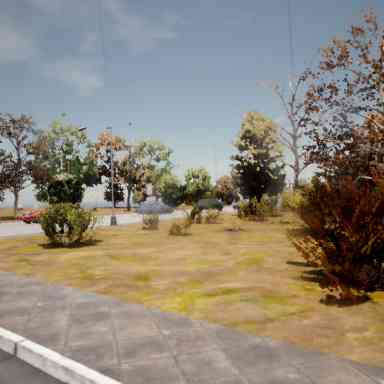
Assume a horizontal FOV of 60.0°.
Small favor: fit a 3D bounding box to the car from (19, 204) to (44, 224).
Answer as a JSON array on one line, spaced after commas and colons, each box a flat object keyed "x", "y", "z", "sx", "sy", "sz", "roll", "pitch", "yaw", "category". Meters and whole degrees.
[{"x": -15.673, "y": 2.277, "z": 36.072, "sx": 2.150, "sy": 2.045, "sz": 5.566, "roll": -3, "pitch": -1, "yaw": 32, "category": "car"}]

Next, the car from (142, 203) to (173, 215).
[{"x": -4.535, "y": 2.536, "z": 47.188, "sx": 1.994, "sy": 1.385, "sz": 4.181, "roll": -3, "pitch": -2, "yaw": 32, "category": "car"}]

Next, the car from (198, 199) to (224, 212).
[{"x": 2.919, "y": 2.085, "z": 52.217, "sx": 2.150, "sy": 2.045, "sz": 5.566, "roll": -3, "pitch": -2, "yaw": 32, "category": "car"}]

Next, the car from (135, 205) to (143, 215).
[{"x": -6.633, "y": 2.495, "z": 50.442, "sx": 2.097, "sy": 1.767, "sz": 4.553, "roll": -3, "pitch": -2, "yaw": 32, "category": "car"}]

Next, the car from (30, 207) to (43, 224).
[{"x": -13.257, "y": 2.422, "z": 33.338, "sx": 1.812, "sy": 1.442, "sz": 4.674, "roll": -3, "pitch": -2, "yaw": 33, "category": "car"}]

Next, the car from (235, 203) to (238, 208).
[{"x": 9.368, "y": 2.575, "z": 62.406, "sx": 1.895, "sy": 1.301, "sz": 4.718, "roll": -3, "pitch": -2, "yaw": 33, "category": "car"}]
